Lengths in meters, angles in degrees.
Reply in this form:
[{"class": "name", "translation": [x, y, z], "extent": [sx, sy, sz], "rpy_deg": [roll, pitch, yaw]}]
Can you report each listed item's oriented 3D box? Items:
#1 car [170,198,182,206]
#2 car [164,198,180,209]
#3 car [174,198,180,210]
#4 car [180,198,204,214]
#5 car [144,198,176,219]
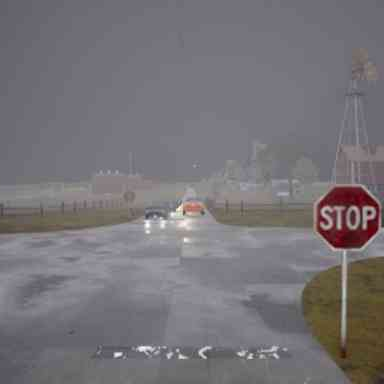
[{"class": "car", "translation": [-2.738, 1.750, 58.098], "extent": [1.994, 1.385, 4.181], "rpy_deg": [0, -1, 0]}, {"class": "car", "translation": [-2.791, 1.647, 48.119], "extent": [2.033, 1.411, 5.357], "rpy_deg": [0, 0, 0]}, {"class": "car", "translation": [-2.806, 1.604, 38.296], "extent": [1.994, 1.385, 4.181], "rpy_deg": [0, 0, 0]}, {"class": "car", "translation": [0.132, 1.378, 35.198], "extent": [2.097, 1.767, 4.553], "rpy_deg": [0, 0, 0]}, {"class": "car", "translation": [-2.859, 1.553, 29.000], "extent": [2.033, 1.411, 5.357], "rpy_deg": [0, 0, 1]}]
